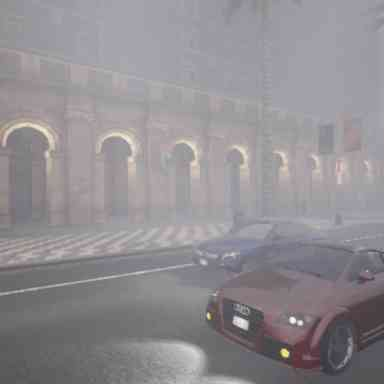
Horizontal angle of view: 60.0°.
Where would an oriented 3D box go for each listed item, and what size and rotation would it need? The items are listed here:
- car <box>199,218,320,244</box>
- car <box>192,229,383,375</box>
[{"bbox_3d":[2.194,1.530,9.856,4.674,1.442,1.812,0,0,-35],"label":"car"},{"bbox_3d":[2.275,1.567,5.614,4.181,1.385,1.994,0,0,-35],"label":"car"}]
